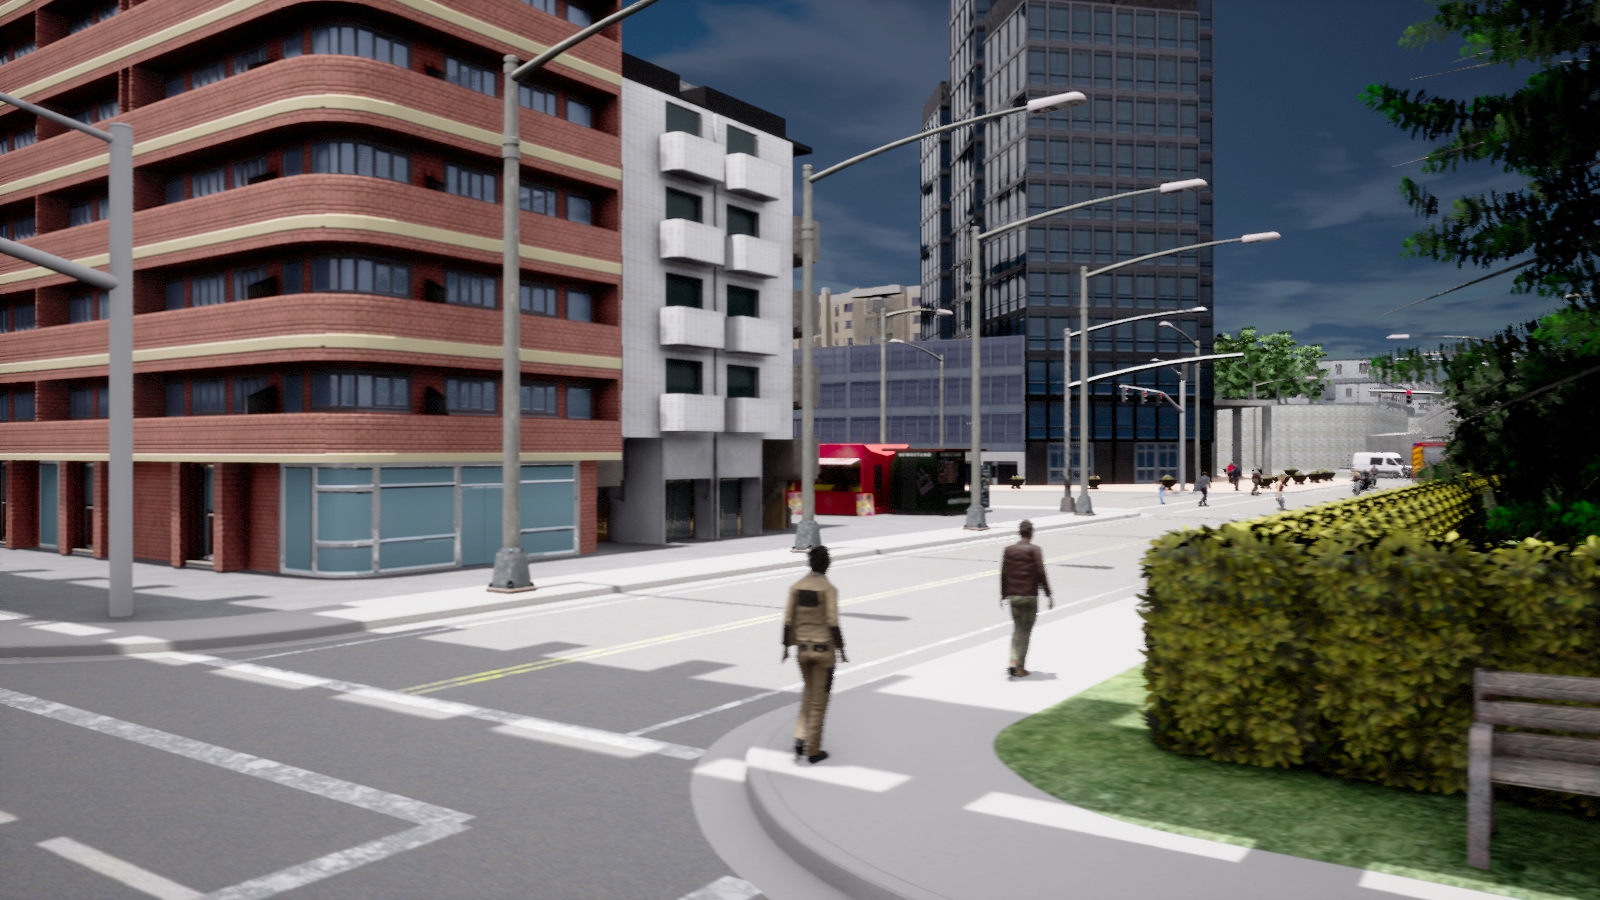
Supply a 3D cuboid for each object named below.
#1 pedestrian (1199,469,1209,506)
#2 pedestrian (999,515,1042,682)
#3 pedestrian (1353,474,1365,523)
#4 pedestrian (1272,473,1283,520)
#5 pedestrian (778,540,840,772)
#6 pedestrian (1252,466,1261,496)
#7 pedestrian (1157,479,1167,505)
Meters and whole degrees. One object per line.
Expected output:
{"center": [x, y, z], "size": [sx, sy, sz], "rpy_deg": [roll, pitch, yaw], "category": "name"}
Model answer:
{"center": [20.313, 1.893, 57.445], "size": [0.375, 1.860, 0.375], "rpy_deg": [0, 0, -40], "category": "pedestrian"}
{"center": [2.553, 1.703, 13.219], "size": [0.375, 1.860, 0.375], "rpy_deg": [0, 0, 33], "category": "pedestrian"}
{"center": [21.422, 1.853, 43.778], "size": [0.375, 1.860, 0.375], "rpy_deg": [0, 0, 36], "category": "pedestrian"}
{"center": [19.032, 1.855, 45.531], "size": [0.375, 1.860, 0.375], "rpy_deg": [0, 0, 31], "category": "pedestrian"}
{"center": [0.079, 1.701, 9.583], "size": [0.375, 1.860, 0.375], "rpy_deg": [0, 0, 33], "category": "pedestrian"}
{"center": [28.160, 1.892, 70.495], "size": [0.375, 1.860, 0.375], "rpy_deg": [0, 0, -16], "category": "pedestrian"}
{"center": [18.836, 2.187, 59.463], "size": [0.375, 1.300, 0.375], "rpy_deg": [0, 0, 44], "category": "pedestrian"}
